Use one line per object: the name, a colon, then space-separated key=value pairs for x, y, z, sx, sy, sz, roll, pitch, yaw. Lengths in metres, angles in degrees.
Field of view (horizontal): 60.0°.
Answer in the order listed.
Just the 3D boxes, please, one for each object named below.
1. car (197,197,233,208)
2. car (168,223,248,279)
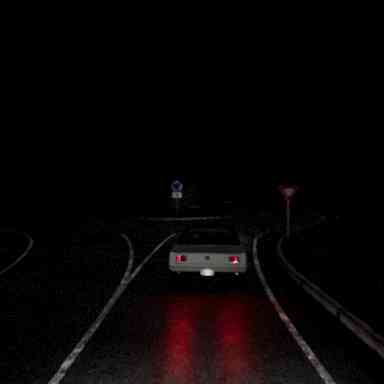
car: x=3.078 y=1.390 z=45.308 sx=2.033 sy=1.411 sz=5.357 roll=-3 pitch=2 yaw=-42
car: x=0.542 y=1.590 z=9.975 sx=1.895 sy=1.301 sz=4.718 roll=0 pitch=0 yaw=5
